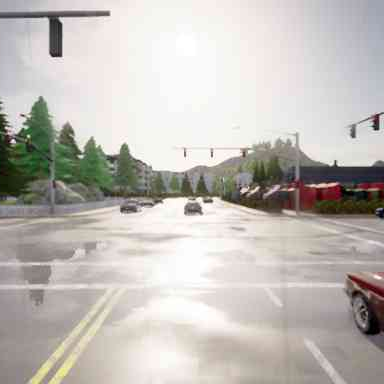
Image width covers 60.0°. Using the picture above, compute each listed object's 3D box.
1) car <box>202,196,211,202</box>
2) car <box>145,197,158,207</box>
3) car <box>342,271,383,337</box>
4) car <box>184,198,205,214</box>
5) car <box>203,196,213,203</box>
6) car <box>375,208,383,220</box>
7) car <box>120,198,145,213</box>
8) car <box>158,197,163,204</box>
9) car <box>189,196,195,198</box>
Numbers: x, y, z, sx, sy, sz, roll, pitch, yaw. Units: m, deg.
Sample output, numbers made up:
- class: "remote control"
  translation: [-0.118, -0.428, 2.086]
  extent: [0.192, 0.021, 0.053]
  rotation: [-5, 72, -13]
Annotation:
- class: "car"
  translation: [3.514, 1.685, 80.376]
  extent: [1.895, 1.301, 4.718]
  rotation: [0, 0, 0]
- class: "car"
  translation: [-7.064, 1.663, 53.376]
  extent: [1.812, 1.442, 4.674]
  rotation: [0, 0, 0]
- class: "car"
  translation: [3.594, 1.611, 3.803]
  extent: [1.895, 1.301, 4.718]
  rotation: [0, 0, 0]
- class: "car"
  translation: [0.106, 1.661, 37.618]
  extent: [1.994, 1.385, 4.181]
  rotation: [0, 0, 0]
- class: "car"
  translation: [3.513, 1.777, 71.467]
  extent: [1.895, 1.301, 4.718]
  rotation: [0, 0, 0]
- class: "car"
  translation: [17.315, 1.490, 26.485]
  extent: [5.008, 1.535, 1.882]
  rotation: [0, 0, 0]
- class: "car"
  translation: [-7.089, 1.605, 38.630]
  extent: [1.837, 1.490, 4.892]
  rotation: [0, 0, 0]
- class: "car"
  translation: [-6.988, 1.771, 68.510]
  extent: [1.895, 1.301, 4.718]
  rotation: [0, 0, 0]
- class: "car"
  translation: [0.013, 1.713, 72.875]
  extent: [2.128, 1.511, 4.902]
  rotation: [0, 0, 0]
